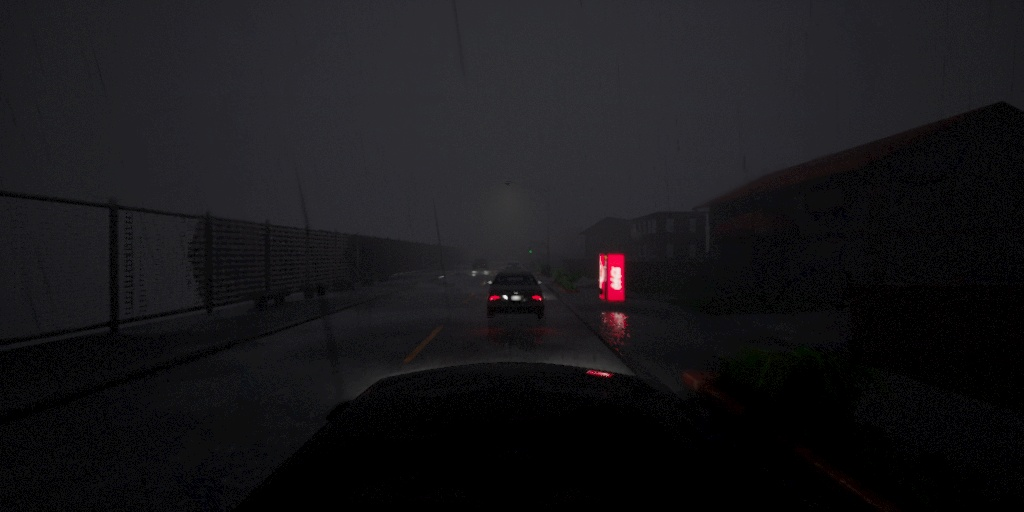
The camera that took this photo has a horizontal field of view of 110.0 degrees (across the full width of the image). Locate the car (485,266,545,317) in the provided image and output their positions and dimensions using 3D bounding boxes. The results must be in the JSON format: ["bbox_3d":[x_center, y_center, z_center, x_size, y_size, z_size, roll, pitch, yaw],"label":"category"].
[{"bbox_3d":[0.100,1.237,12.776,2.033,1.411,5.357,0,0,0],"label":"car"}]

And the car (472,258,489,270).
[{"bbox_3d":[-4.026,1.014,46.167,1.837,1.490,4.892,0,0,0],"label":"car"}]

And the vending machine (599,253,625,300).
[{"bbox_3d":[4.307,0.871,15.424,1.100,2.100,0.880,0,0,0],"label":"vending machine"}]

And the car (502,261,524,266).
[{"bbox_3d":[0.102,1.117,30.910,1.812,1.442,4.674,0,0,0],"label":"car"}]
